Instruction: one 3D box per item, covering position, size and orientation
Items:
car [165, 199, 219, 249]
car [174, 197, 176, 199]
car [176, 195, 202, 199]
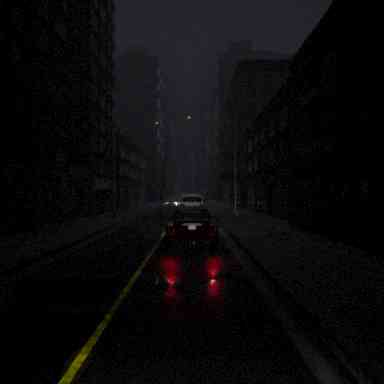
[{"bbox_3d":[0.000,1.358,14.620,2.097,1.767,4.553,0,0,0],"label":"car"},{"bbox_3d":[-3.000,1.535,75.933,2.128,1.511,4.902,0,0,0],"label":"car"},{"bbox_3d":[0.000,1.240,29.680,2.150,2.045,5.566,0,0,0],"label":"car"}]
